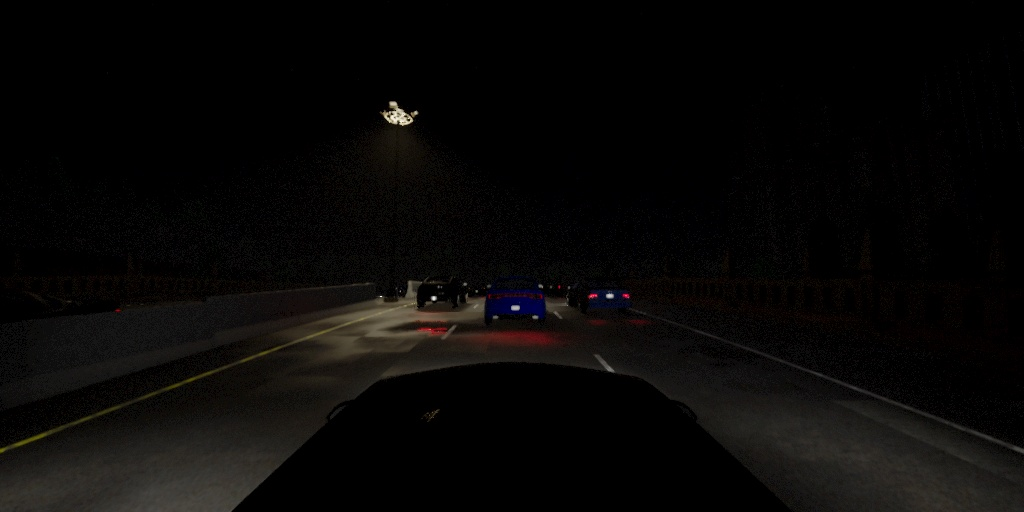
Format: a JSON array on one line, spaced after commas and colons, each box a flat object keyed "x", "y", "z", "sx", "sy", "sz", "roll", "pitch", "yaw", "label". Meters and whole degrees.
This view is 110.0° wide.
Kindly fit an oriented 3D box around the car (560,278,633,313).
[{"x": 3.600, "y": 1.652, "z": 15.681, "sx": 2.033, "sy": 1.411, "sz": 5.357, "roll": 0, "pitch": -3, "yaw": 0, "label": "car"}]

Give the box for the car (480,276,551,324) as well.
[{"x": 0.100, "y": 1.451, "z": 12.845, "sx": 1.882, "sy": 1.535, "sz": 5.008, "roll": 0, "pitch": -2, "yaw": 0, "label": "car"}]

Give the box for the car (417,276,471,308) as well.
[{"x": -3.400, "y": 1.738, "z": 18.044, "sx": 1.837, "sy": 1.490, "sz": 4.892, "roll": 0, "pitch": -3, "yaw": 0, "label": "car"}]

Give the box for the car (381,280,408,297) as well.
[{"x": -14.088, "y": 4.054, "z": 44.957, "sx": 2.150, "sy": 2.045, "sz": 5.566, "roll": 0, "pitch": -6, "yaw": 0, "label": "car"}]

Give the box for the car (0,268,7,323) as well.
[{"x": -17.599, "y": 1.207, "z": 9.448, "sx": 2.097, "sy": 1.767, "sz": 4.553, "roll": 0, "pitch": -2, "yaw": 0, "label": "car"}]

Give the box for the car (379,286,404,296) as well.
[{"x": -17.563, "y": 5.146, "z": 52.506, "sx": 1.837, "sy": 1.490, "sz": 4.892, "roll": 0, "pitch": -6, "yaw": 0, "label": "car"}]

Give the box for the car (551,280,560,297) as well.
[{"x": 3.600, "y": 3.134, "z": 35.177, "sx": 2.097, "sy": 1.767, "sz": 4.553, "roll": 0, "pitch": -6, "yaw": 0, "label": "car"}]

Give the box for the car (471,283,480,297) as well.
[{"x": -3.414, "y": 3.486, "z": 36.839, "sx": 1.812, "sy": 1.442, "sz": 4.674, "roll": 0, "pitch": -6, "yaw": 0, "label": "car"}]

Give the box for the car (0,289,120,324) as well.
[{"x": -10.600, "y": 1.338, "z": 6.553, "sx": 2.033, "sy": 1.411, "sz": 5.357, "roll": 0, "pitch": -1, "yaw": 0, "label": "car"}]
